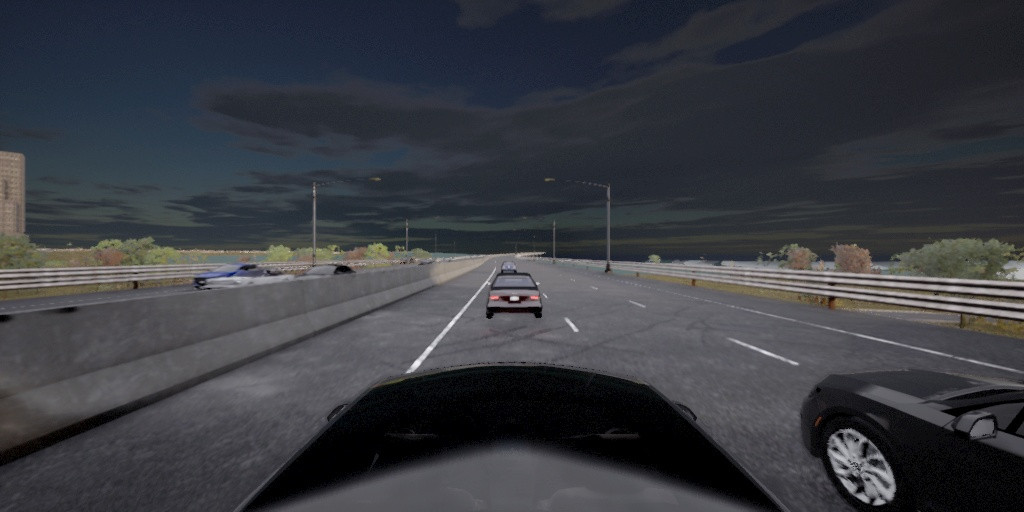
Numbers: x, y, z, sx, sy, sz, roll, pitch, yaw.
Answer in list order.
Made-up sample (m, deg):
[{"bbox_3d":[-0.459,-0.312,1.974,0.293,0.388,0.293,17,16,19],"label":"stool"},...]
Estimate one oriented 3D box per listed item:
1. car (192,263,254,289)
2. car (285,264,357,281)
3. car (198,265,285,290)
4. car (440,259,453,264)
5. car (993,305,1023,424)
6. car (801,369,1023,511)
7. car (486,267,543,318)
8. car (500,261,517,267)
[{"bbox_3d":[-17.745,1.220,23.000,1.882,1.535,5.008,0,0,-1],"label":"car"},{"bbox_3d":[-10.720,1.248,20.966,1.837,1.490,4.892,0,0,-1],"label":"car"},{"bbox_3d":[-14.206,1.345,19.774,1.895,1.301,4.718,0,0,-1],"label":"car"},{"bbox_3d":[-11.618,1.225,63.919,2.128,1.511,4.902,0,0,-2],"label":"car"},{"bbox_3d":[7.092,1.311,2.451,1.994,1.385,4.181,0,0,0],"label":"car"},{"bbox_3d":[3.594,1.254,1.316,1.837,1.490,4.892,0,0,0],"label":"car"},{"bbox_3d":[0.055,1.293,13.014,2.033,1.411,5.357,0,0,0],"label":"car"},{"bbox_3d":[-0.379,1.270,42.037,2.033,1.411,5.357,0,0,-1],"label":"car"}]
